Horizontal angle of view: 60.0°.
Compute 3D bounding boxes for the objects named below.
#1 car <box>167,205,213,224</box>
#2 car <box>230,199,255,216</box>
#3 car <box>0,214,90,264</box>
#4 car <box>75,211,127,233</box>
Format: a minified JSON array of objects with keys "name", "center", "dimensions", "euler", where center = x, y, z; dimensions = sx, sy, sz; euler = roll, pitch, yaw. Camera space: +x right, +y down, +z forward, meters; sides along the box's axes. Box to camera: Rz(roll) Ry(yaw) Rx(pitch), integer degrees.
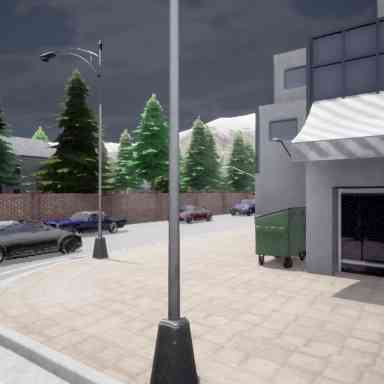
[{"name":"car","center":[-0.108,1.740,27.008],"dimensions":[1.994,1.385,4.181],"euler":[0,0,37]},{"name":"car","center":[5.884,1.528,35.091],"dimensions":[2.097,1.767,4.553],"euler":[0,0,37]},{"name":"car","center":[-6.291,1.742,12.434],"dimensions":[1.994,1.385,4.181],"euler":[0,0,36]},{"name":"car","center":[-6.089,1.777,18.942],"dimensions":[1.895,1.301,4.718],"euler":[0,0,37]}]
